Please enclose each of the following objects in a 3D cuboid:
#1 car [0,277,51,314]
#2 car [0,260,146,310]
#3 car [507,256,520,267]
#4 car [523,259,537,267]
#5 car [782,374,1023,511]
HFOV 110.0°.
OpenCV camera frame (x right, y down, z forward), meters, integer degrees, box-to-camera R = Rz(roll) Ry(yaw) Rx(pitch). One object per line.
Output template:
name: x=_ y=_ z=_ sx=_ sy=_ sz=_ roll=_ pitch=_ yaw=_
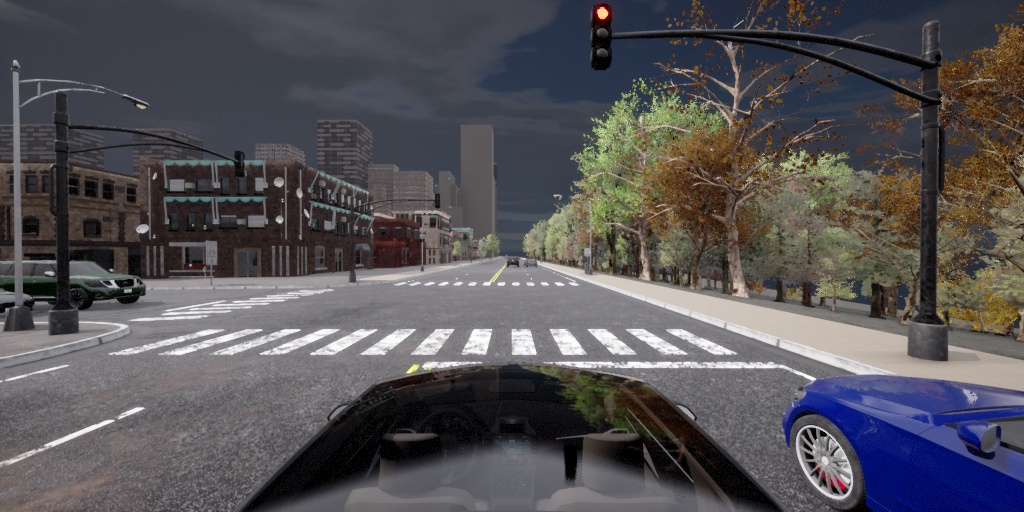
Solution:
car: x=-19.927 y=1.565 z=12.764 sx=4.313 sy=1.339 sz=1.948 roll=0 pitch=0 yaw=0
car: x=-19.312 y=1.186 z=15.465 sx=5.566 sy=2.045 sz=2.150 roll=-1 pitch=1 yaw=0
car: x=0.214 y=0.947 z=63.707 sx=2.150 sy=2.045 sz=5.566 roll=0 pitch=0 yaw=1
car: x=3.466 y=1.217 z=63.868 sx=2.128 sy=1.511 sz=4.902 roll=0 pitch=0 yaw=0
car: x=3.346 y=1.276 z=1.324 sx=1.812 sy=1.442 sz=4.674 roll=0 pitch=0 yaw=2
